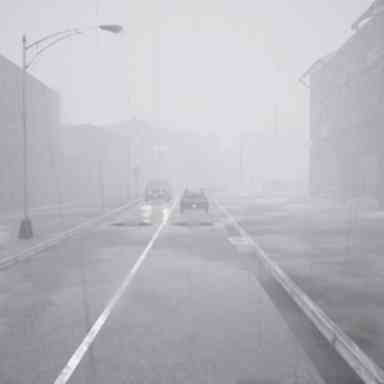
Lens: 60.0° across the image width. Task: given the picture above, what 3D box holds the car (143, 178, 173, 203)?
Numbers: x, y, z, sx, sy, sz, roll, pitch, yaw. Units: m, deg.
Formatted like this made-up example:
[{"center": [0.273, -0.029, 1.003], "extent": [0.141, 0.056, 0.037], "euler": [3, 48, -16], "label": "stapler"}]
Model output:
[{"center": [-2.960, -0.197, 30.297], "extent": [2.150, 2.045, 5.566], "euler": [0, 3, 2], "label": "car"}]

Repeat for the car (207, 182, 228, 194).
[{"center": [3.032, -0.511, 42.388], "extent": [2.128, 1.511, 4.902], "euler": [0, 1, 28], "label": "car"}]

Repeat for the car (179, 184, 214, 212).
[{"center": [0.149, 0.492, 22.900], "extent": [2.128, 1.511, 4.902], "euler": [0, 3, 0], "label": "car"}]
